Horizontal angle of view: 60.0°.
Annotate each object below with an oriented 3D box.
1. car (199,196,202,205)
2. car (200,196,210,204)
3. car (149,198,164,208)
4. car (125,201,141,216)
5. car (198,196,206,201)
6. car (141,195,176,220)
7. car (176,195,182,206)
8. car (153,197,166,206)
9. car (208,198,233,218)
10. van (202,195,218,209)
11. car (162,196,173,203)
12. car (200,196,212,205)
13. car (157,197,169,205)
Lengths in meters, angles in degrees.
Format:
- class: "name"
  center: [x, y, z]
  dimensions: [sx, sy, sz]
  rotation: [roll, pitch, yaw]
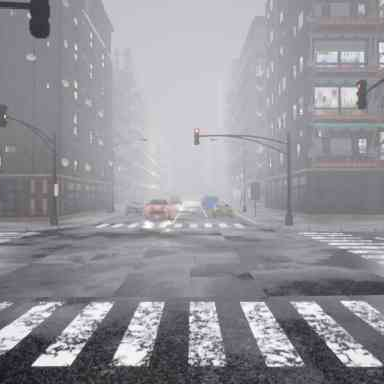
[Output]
- class: "car"
  center: [2.576, 1.346, 49.697]
  dimensions: [2.192, 1.841, 5.009]
  rotation: [1, 0, 0]
- class: "car"
  center: [2.572, 1.604, 66.666]
  dimensions: [2.008, 1.369, 4.403]
  rotation: [1, 0, 0]
- class: "car"
  center: [-5.308, 1.613, 49.638]
  dimensions: [1.802, 1.307, 4.206]
  rotation: [1, 0, 0]
- class: "car"
  center: [-5.436, 1.565, 32.665]
  dimensions: [2.008, 1.369, 4.403]
  rotation: [1, 0, 0]
- class: "car"
  center: [2.571, 1.627, 83.634]
  dimensions: [1.887, 1.381, 4.507]
  rotation: [1, 0, 0]
- class: "car"
  center: [-2.750, 1.359, 28.344]
  dimensions: [2.097, 1.767, 4.553]
  rotation: [0, 0, 0]
- class: "car"
  center: [-2.751, 1.320, 56.072]
  dimensions: [2.097, 1.767, 4.553]
  rotation: [0, 0, 0]
- class: "car"
  center: [-5.307, 1.563, 55.126]
  dimensions: [1.752, 1.417, 4.829]
  rotation: [1, 0, 0]
- class: "car"
  center: [2.704, 1.537, 30.210]
  dimensions: [1.752, 1.417, 4.829]
  rotation: [1, 0, 0]
- class: "van"
  center: [2.608, 1.366, 44.044]
  dimensions: [1.690, 1.788, 3.998]
  rotation: [1, 0, 0]
- class: "car"
  center: [-5.308, 1.612, 72.270]
  dimensions: [2.008, 1.369, 4.403]
  rotation: [1, 0, 0]
- class: "car"
  center: [2.574, 1.485, 61.009]
  dimensions: [1.967, 1.590, 4.097]
  rotation: [1, 0, 0]
- class: "car"
  center: [-5.308, 1.627, 60.954]
  dimensions: [1.802, 1.307, 4.206]
  rotation: [1, 0, 0]
